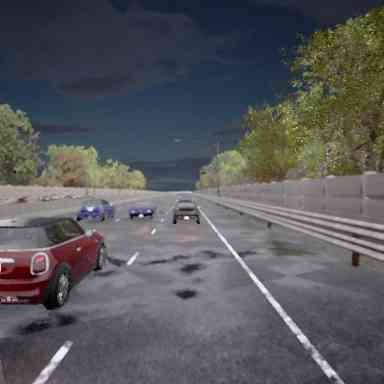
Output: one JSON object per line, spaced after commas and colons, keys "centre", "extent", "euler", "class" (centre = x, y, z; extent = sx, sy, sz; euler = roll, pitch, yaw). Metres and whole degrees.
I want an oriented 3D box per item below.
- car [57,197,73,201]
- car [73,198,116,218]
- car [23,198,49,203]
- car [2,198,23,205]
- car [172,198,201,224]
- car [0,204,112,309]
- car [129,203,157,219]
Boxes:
{"centre": [-18.578, 1.469, 48.874], "extent": [2.128, 1.511, 4.902], "euler": [0, 0, -1], "class": "car"}
{"centre": [-7.456, 1.316, 26.373], "extent": [2.097, 1.767, 4.553], "euler": [0, 0, -1], "class": "car"}
{"centre": [-22.067, 1.568, 48.113], "extent": [1.994, 1.385, 4.181], "euler": [0, 0, -1], "class": "car"}
{"centre": [-25.570, 1.554, 48.265], "extent": [1.812, 1.442, 4.674], "euler": [0, 0, -1], "class": "car"}
{"centre": [-0.411, 1.427, 24.358], "extent": [1.837, 1.490, 4.892], "euler": [0, 1, -1], "class": "car"}
{"centre": [-3.547, 1.350, 7.984], "extent": [2.097, 1.767, 4.553], "euler": [0, 0, -1], "class": "car"}
{"centre": [-3.987, 1.535, 27.867], "extent": [1.895, 1.301, 4.718], "euler": [0, 0, -1], "class": "car"}
